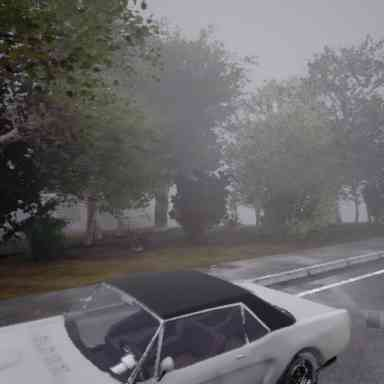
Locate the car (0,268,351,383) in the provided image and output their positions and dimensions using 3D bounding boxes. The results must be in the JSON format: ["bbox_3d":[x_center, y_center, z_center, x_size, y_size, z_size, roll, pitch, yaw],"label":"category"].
[{"bbox_3d":[-0.520,1.598,3.314,4.718,1.301,1.895,0,0,-36],"label":"car"}]
